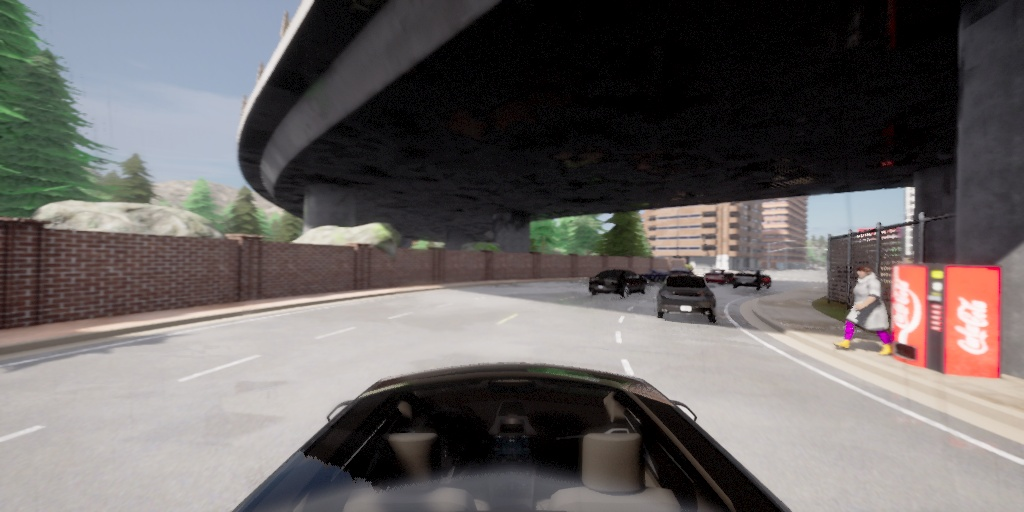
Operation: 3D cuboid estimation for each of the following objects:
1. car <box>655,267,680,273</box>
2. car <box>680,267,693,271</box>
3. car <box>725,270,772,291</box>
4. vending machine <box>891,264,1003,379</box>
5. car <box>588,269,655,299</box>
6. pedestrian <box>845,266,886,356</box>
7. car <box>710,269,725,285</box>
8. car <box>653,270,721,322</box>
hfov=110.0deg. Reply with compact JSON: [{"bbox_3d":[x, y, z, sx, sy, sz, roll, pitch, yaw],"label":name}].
[{"bbox_3d":[13.029,1.853,32.539,4.718,1.301,1.895,2,-1,-43],"label":"car"},{"bbox_3d":[20.772,2.050,44.461,5.357,1.411,2.033,2,-1,-43],"label":"car"},{"bbox_3d":[18.832,1.830,28.091,4.902,1.511,2.128,2,-1,-44],"label":"car"},{"bbox_3d":[7.869,1.145,6.577,1.100,2.100,0.880,0,0,13],"label":"vending machine"},{"bbox_3d":[6.201,1.498,20.496,1.882,1.535,5.008,0,-1,40],"label":"car"},{"bbox_3d":[7.366,1.088,7.477,0.375,1.860,0.375,1,0,14],"label":"pedestrian"},{"bbox_3d":[19.674,1.965,33.942,4.181,1.385,1.994,2,-1,-42],"label":"car"},{"bbox_3d":[6.614,1.482,13.748,1.837,1.490,4.892,0,-1,25],"label":"car"}]
